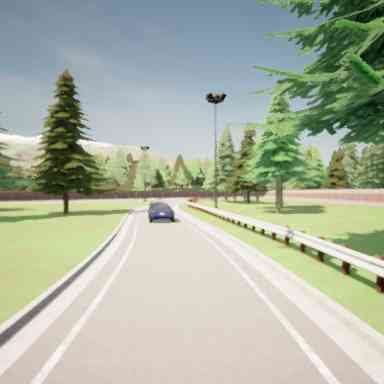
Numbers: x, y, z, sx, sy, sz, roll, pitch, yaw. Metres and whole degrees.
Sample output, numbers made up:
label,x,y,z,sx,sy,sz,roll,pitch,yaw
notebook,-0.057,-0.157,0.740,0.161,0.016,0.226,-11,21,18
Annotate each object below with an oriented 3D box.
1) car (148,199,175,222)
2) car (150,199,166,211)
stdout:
label,x,y,z,sx,sy,sz,roll,pitch,yaw
car,-2.451,1.552,26.334,1.994,1.385,4.181,0,0,-8
car,-4.314,1.581,42.277,1.895,1.301,4.718,0,0,-5
